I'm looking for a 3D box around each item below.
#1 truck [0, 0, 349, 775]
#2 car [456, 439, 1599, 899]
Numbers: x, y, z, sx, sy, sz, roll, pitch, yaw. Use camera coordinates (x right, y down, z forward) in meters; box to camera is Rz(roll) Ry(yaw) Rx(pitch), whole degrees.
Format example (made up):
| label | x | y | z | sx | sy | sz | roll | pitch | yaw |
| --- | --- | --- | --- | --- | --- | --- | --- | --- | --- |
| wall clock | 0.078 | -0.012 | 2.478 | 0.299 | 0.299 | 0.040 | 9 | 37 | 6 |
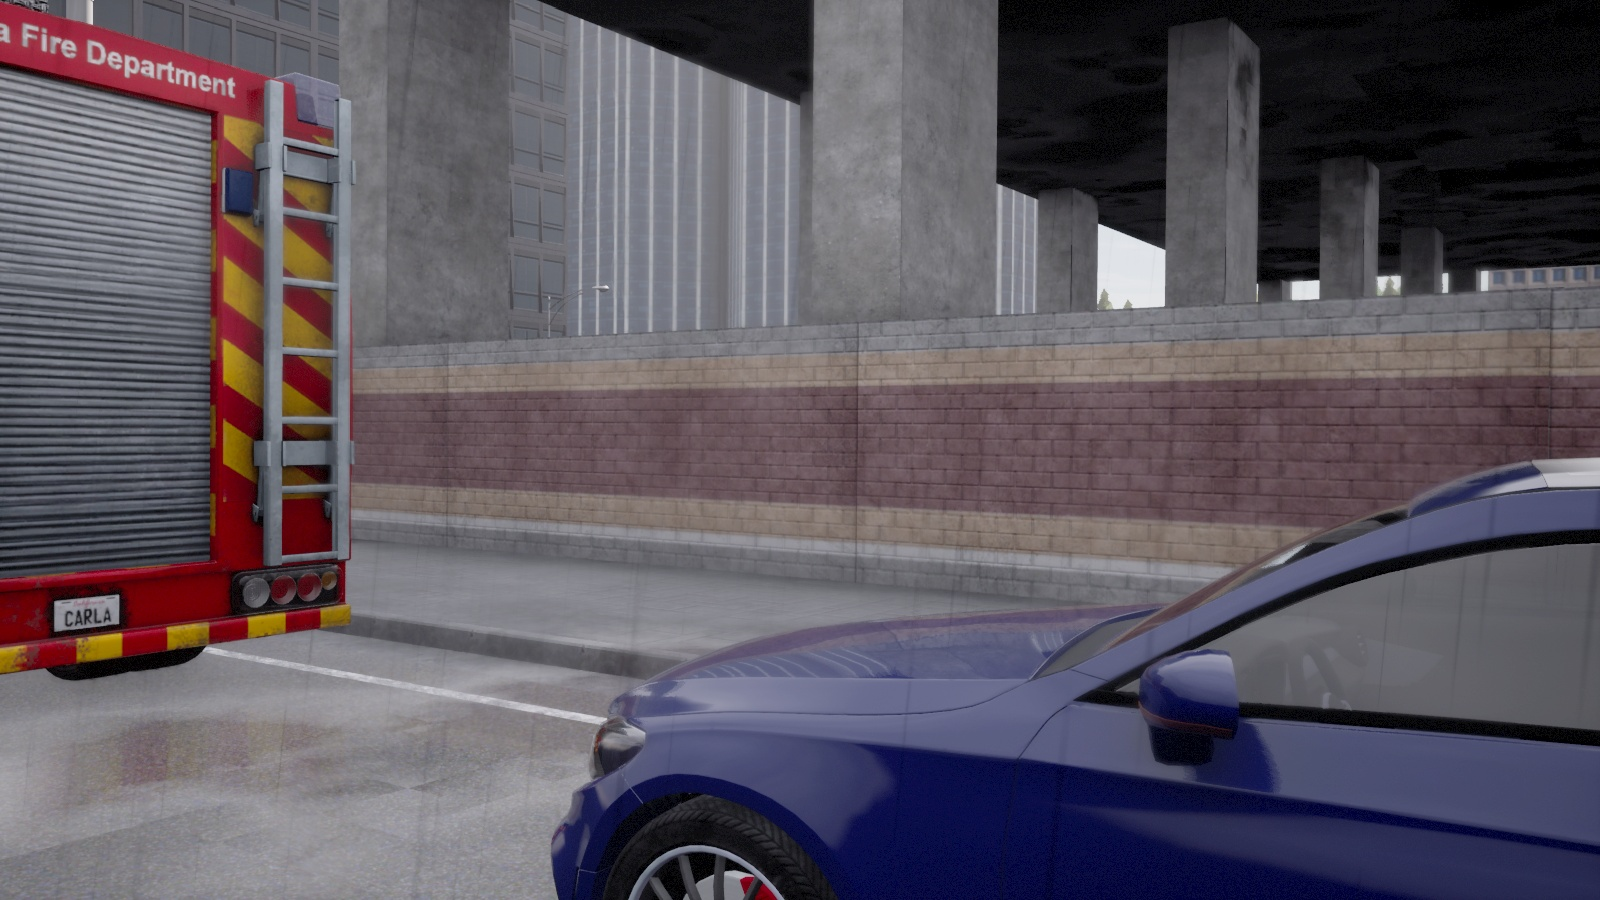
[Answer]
| label | x | y | z | sx | sy | sz | roll | pitch | yaw |
| --- | --- | --- | --- | --- | --- | --- | --- | --- | --- |
| truck | -6.880 | -0.483 | 8.172 | 8.468 | 3.827 | 2.891 | 0 | 1 | 34 |
| car | 1.618 | 0.708 | 2.546 | 4.674 | 1.442 | 1.812 | 0 | 1 | 33 |
